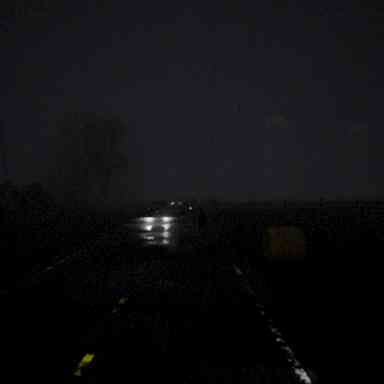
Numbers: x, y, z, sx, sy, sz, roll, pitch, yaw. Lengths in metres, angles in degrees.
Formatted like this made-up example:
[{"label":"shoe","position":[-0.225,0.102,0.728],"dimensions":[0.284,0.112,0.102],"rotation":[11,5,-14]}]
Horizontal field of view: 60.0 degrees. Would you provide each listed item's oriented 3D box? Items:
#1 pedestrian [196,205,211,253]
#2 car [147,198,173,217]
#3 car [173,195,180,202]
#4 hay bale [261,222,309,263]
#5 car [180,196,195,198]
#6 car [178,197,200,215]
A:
[{"label":"pedestrian","position":[0.371,1.286,12.068],"dimensions":[0.375,1.860,0.375],"rotation":[-1,1,-3]},{"label":"car","position":[-3.074,1.491,31.556],"dimensions":[1.837,1.490,4.892],"rotation":[0,0,0]},{"label":"car","position":[-3.273,1.377,73.046],"dimensions":[1.882,1.535,5.008],"rotation":[0,0,0]},{"label":"hay bale","position":[3.055,1.647,11.116],"dimensions":[1.220,1.180,1.240],"rotation":[1,1,0]},{"label":"car","position":[-0.240,1.340,45.516],"dimensions":[2.097,1.767,4.553],"rotation":[0,0,0]},{"label":"car","position":[-0.154,1.550,34.238],"dimensions":[1.994,1.385,4.181],"rotation":[0,0,0]}]
